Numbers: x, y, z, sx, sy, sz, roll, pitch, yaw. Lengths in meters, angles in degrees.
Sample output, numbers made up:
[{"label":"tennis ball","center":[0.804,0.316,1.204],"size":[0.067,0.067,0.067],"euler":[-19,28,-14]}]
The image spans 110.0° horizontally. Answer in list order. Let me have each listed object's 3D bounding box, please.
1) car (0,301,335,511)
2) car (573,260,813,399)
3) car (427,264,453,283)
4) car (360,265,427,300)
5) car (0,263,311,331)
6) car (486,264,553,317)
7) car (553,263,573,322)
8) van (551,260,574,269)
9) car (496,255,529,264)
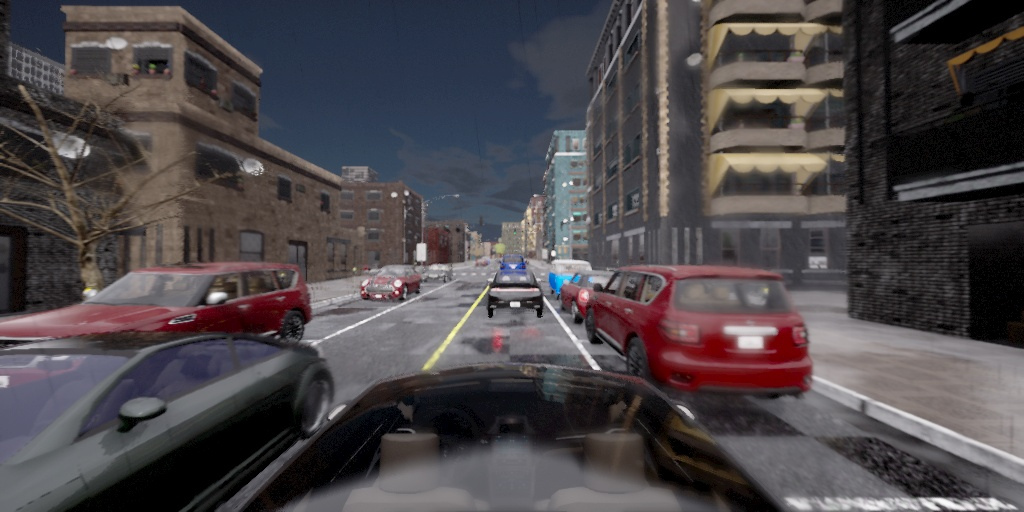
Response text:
[{"label":"car","center":[-3.100,1.313,2.570],"size":[1.994,1.385,4.181],"euler":[0,0,0]},{"label":"car","center":[2.690,1.062,6.455],"size":[2.192,1.841,5.009],"euler":[0,0,0]},{"label":"car","center":[-5.697,1.282,28.089],"size":[2.007,1.370,4.403],"euler":[0,0,0]},{"label":"car","center":[-5.693,1.179,17.276],"size":[1.967,1.591,4.097],"euler":[0,0,0]},{"label":"car","center":[-5.691,1.061,6.461],"size":[2.192,1.841,5.009],"euler":[0,0,0]},{"label":"car","center":[0.096,1.234,13.171],"size":[2.128,1.511,4.902],"euler":[0,0,0]},{"label":"car","center":[2.689,1.183,11.863],"size":[1.967,1.591,4.097],"euler":[0,0,0]},{"label":"van","center":[2.688,1.081,17.270],"size":[1.690,1.789,3.998],"euler":[0,0,0]},{"label":"car","center":[0.093,0.953,29.375],"size":[2.150,2.045,5.566],"euler":[0,0,0]}]
